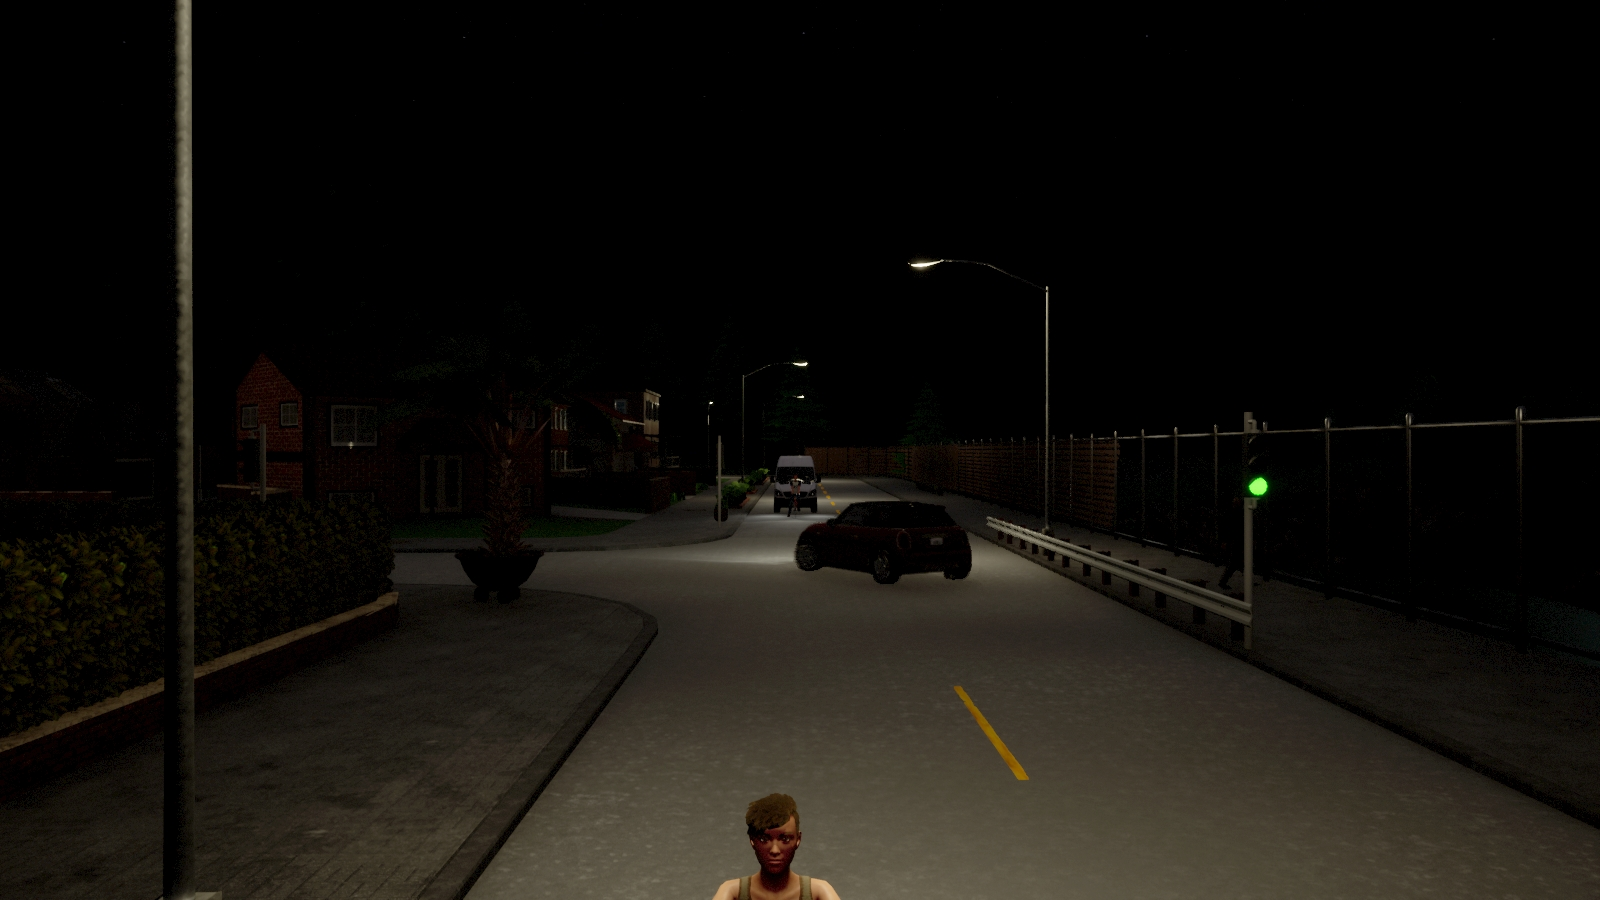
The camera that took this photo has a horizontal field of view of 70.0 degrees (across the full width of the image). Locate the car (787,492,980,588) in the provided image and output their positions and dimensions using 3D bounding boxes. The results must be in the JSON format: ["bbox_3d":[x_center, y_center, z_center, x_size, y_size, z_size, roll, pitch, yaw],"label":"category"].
[{"bbox_3d":[1.746,1.915,25.609,2.097,1.767,4.553,0,0,-30],"label":"car"}]

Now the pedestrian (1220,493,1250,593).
[{"bbox_3d":[8.272,1.753,21.714,0.375,1.860,0.375,0,0,-30],"label":"pedestrian"}]

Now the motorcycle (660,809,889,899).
[{"bbox_3d":[-0.084,2.157,3.590,0.764,1.307,2.356,0,0,-1],"label":"motorcycle"}]
